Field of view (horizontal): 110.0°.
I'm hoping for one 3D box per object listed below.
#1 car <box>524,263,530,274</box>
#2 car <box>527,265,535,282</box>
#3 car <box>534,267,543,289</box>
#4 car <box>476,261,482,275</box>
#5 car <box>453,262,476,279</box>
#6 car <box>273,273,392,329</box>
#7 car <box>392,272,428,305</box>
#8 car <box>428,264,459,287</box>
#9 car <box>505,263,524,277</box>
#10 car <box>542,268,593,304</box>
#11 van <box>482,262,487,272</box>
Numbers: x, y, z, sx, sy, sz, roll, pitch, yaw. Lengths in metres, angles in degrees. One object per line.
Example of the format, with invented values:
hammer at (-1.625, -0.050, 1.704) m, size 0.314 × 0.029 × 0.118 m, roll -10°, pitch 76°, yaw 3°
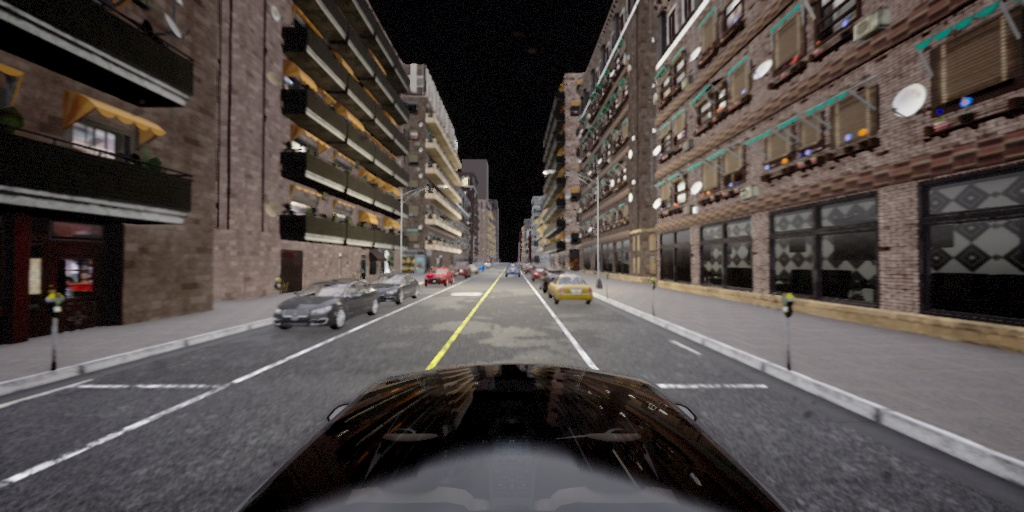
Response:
car at (2.693, 1.935, 51.010) m, size 1.802 × 1.307 × 4.207 m, roll 0°, pitch 0°, yaw 0°
car at (2.691, 1.728, 34.102) m, size 1.802 × 1.307 × 4.207 m, roll 0°, pitch 0°, yaw 0°
car at (2.690, 1.574, 22.830) m, size 1.948 × 1.339 × 4.313 m, roll 0°, pitch 0°, yaw 0°
car at (-5.688, 1.879, 50.844) m, size 1.751 × 1.417 × 4.829 m, roll 0°, pitch 0°, yaw 0°
car at (-5.689, 1.531, 39.743) m, size 2.192 × 1.841 × 5.009 m, roll 0°, pitch 0°, yaw 0°
car at (-5.691, 1.422, 11.563) m, size 2.007 × 1.370 × 4.403 m, roll 0°, pitch 0°, yaw 0°
car at (-5.691, 1.490, 17.199) m, size 2.007 × 1.370 × 4.403 m, roll 0°, pitch 0°, yaw 0°
car at (-5.690, 1.623, 28.471) m, size 1.888 × 1.381 × 4.507 m, roll 0°, pitch 0°, yaw 0°
car at (0.102, 1.821, 44.467) m, size 2.033 × 1.411 × 5.357 m, roll 0°, pitch -1°, yaw 0°
car at (2.690, 1.465, 17.364) m, size 1.751 × 1.417 × 4.829 m, roll 0°, pitch 0°, yaw 0°
van at (-5.687, 1.833, 62.286) m, size 1.690 × 1.789 × 3.998 m, roll 0°, pitch 0°, yaw 0°
